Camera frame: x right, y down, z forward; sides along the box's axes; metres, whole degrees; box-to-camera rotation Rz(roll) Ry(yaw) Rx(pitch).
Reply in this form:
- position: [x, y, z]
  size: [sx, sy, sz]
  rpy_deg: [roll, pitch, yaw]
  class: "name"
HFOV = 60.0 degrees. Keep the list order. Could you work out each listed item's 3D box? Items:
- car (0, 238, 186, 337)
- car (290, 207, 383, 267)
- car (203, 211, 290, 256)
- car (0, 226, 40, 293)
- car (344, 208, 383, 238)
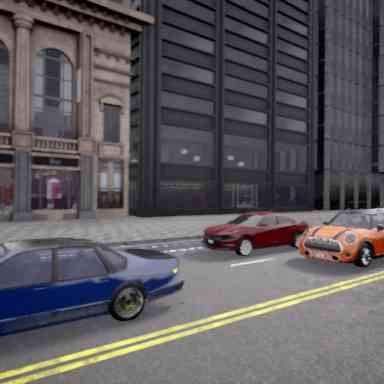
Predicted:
- position: [-2.689, 1.552, 5.761]
  size: [5.357, 1.411, 2.033]
  rpy_deg: [1, 0, -36]
  class: "car"
- position: [5.937, 1.456, 11.875]
  size: [4.553, 1.767, 2.097]
  rpy_deg: [1, 0, -35]
  class: "car"
- position: [2.723, 1.564, 13.600]
  size: [5.008, 1.535, 1.882]
  rpy_deg: [1, 0, -35]
  class: "car"
- position: [-6.107, 1.585, 7.317]
  size: [4.718, 1.301, 1.895]
  rpy_deg: [1, 0, -35]
  class: "car"
- position: [11.057, 1.712, 19.493]
  size: [4.674, 1.442, 1.812]
  rpy_deg: [1, 0, -35]
  class: "car"
